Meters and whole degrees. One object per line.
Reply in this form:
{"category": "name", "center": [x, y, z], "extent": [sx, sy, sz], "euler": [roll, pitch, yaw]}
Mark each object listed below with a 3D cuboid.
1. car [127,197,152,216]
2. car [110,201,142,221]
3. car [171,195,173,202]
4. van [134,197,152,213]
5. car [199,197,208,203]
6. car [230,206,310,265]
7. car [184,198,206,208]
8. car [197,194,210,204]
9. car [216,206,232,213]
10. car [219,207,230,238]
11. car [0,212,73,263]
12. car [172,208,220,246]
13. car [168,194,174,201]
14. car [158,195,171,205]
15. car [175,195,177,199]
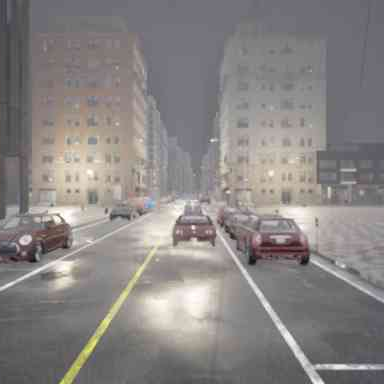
{"category": "car", "center": [-5.860, 1.469, 34.522], "extent": [2.192, 1.841, 5.009], "euler": [0, 0, 0]}
{"category": "car", "center": [-5.859, 1.696, 28.881], "extent": [1.947, 1.339, 4.313], "euler": [0, 0, 0]}
{"category": "car", "center": [-5.861, 1.810, 72.834], "extent": [1.947, 1.339, 4.313], "euler": [0, 0, 0]}
{"category": "van", "center": [-5.860, 1.518, 40.163], "extent": [1.690, 1.788, 3.998], "euler": [0, 0, 0]}
{"category": "car", "center": [2.664, 1.798, 78.465], "extent": [1.887, 1.381, 4.507], "euler": [0, 0, 0]}
{"category": "car", "center": [2.668, 1.495, 11.938], "extent": [1.967, 1.590, 4.097], "euler": [0, 0, 0]}
{"category": "car", "center": [0.095, 1.701, 34.606], "extent": [2.033, 1.411, 5.357], "euler": [0, 0, 0]}
{"category": "car", "center": [2.666, 1.549, 67.152], "extent": [2.192, 1.841, 5.009], "euler": [0, 0, 0]}
{"category": "car", "center": [2.667, 1.649, 23.217], "extent": [1.887, 1.381, 4.507], "euler": [0, 0, 0]}
{"category": "car", "center": [2.667, 1.662, 17.577], "extent": [1.802, 1.307, 4.206], "euler": [0, 0, 0]}
{"category": "car", "center": [-5.858, 1.496, 11.963], "extent": [1.967, 1.590, 4.097], "euler": [0, 0, 0]}
{"category": "car", "center": [0.096, 1.673, 15.770], "extent": [1.895, 1.301, 4.718], "euler": [0, 0, 0]}
{"category": "car", "center": [-5.861, 1.779, 78.318], "extent": [1.752, 1.417, 4.829], "euler": [0, 0, 0]}
{"category": "car", "center": [-5.861, 1.760, 67.008], "extent": [1.752, 1.417, 4.829], "euler": [0, 0, 0]}
{"category": "car", "center": [-5.862, 1.587, 89.799], "extent": [2.192, 1.841, 5.009], "euler": [0, 0, 0]}
